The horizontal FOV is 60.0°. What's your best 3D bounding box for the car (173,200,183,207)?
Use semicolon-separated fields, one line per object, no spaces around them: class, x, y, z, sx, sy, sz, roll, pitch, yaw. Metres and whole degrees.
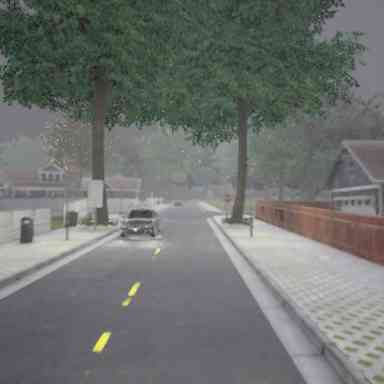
car;-2.778;2.238;66.890;2.033;1.411;5.357;0;-1;0

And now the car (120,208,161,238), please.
car;-2.831;1.689;19.082;1.837;1.490;4.892;0;-1;0
